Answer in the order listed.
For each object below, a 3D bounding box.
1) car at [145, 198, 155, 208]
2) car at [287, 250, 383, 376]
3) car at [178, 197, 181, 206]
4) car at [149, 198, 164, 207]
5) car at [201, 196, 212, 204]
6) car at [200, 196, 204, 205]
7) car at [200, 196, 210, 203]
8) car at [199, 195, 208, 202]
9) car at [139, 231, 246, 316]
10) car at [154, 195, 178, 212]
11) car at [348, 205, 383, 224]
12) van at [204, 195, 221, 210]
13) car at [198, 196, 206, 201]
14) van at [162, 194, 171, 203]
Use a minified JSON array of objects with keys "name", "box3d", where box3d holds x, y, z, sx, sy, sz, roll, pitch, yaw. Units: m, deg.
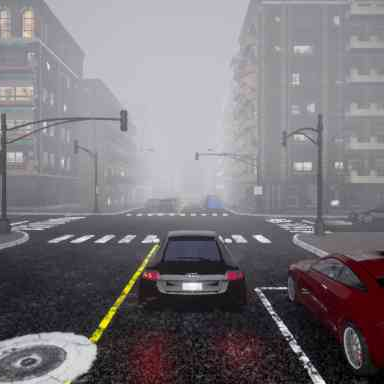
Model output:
[{"name":"car","box3d":[-5.809,1.634,48.738,1.802,1.307,4.206,-1,0,0]},{"name":"car","box3d":[2.796,1.582,5.284,1.802,1.307,4.206,0,0,0]},{"name":"car","box3d":[-3.061,1.534,50.696,1.882,1.535,5.008,0,0,0]},{"name":"car","box3d":[-5.806,1.631,54.260,1.947,1.339,4.313,-1,0,0]},{"name":"car","box3d":[2.724,1.538,65.245,1.967,1.590,4.097,-1,0,0]},{"name":"car","box3d":[2.754,1.367,48.683,2.192,1.841,5.009,-1,0,0]},{"name":"car","box3d":[2.729,1.662,70.765,1.887,1.381,4.507,-1,0,0]},{"name":"car","box3d":[2.783,1.597,81.808,1.967,1.590,4.097,-1,0,0]},{"name":"car","box3d":[0.007,1.564,7.623,1.994,1.385,4.181,0,0,0]},{"name":"car","box3d":[-3.046,1.512,39.715,1.882,1.535,5.008,0,0,-1]},{"name":"car","box3d":[14.624,1.727,26.199,4.181,1.385,1.994,1,0,0]},{"name":"van","box3d":[2.839,1.381,43.186,1.690,1.788,3.998,-1,0,0]},{"name":"car","box3d":[2.815,1.768,92.853,1.947,1.339,4.313,-1,0,0]},{"name":"van","box3d":[-5.794,1.478,76.354,1.690,1.788,3.998,-1,0,0]}]
